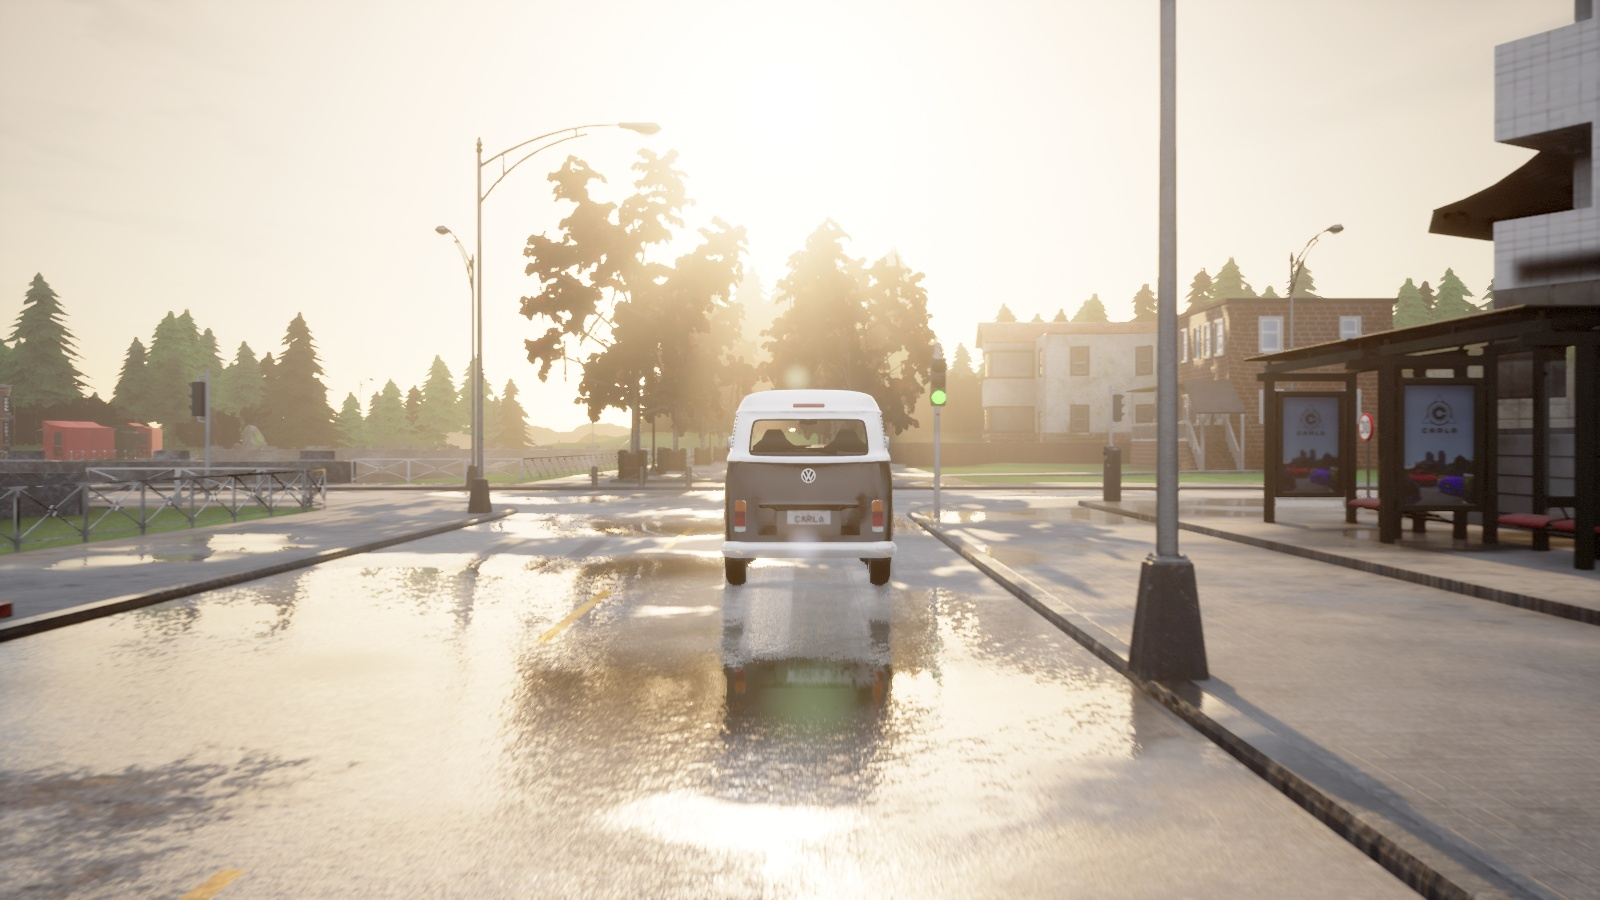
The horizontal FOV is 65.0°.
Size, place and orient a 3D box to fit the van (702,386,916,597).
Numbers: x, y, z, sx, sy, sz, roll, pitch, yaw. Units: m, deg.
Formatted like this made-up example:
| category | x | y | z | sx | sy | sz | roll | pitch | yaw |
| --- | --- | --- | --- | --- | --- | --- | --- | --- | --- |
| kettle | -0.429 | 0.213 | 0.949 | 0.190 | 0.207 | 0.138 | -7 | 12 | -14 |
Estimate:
| category | x | y | z | sx | sy | sz | roll | pitch | yaw |
| --- | --- | --- | --- | --- | --- | --- | --- | --- | --- |
| van | 0.098 | 0.389 | 14.390 | 2.069 | 2.038 | 4.480 | 0 | 0 | 0 |
